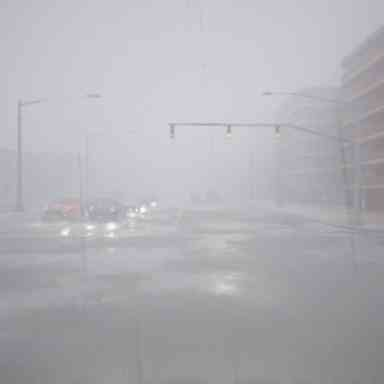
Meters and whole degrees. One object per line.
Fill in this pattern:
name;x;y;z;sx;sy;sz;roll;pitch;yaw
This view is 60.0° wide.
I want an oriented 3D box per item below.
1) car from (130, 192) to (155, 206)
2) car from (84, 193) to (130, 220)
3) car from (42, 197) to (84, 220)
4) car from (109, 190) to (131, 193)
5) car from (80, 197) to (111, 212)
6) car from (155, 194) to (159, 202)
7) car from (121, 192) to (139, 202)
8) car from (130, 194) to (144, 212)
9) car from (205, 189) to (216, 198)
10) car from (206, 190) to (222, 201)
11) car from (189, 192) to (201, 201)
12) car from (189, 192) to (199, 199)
car;-6.619;1.026;44.286;2.128;1.511;4.902;0;1;0
car;-6.547;1.197;26.123;2.097;1.767;4.553;0;1;0
car;-10.047;1.193;26.440;2.097;1.767;4.553;0;1;0
car;-10.113;0.750;44.526;2.150;2.045;5.566;0;1;0
car;-10.085;1.270;35.083;1.994;1.385;4.181;0;1;0
car;-6.624;0.944;54.416;1.895;1.301;4.718;0;1;0
car;-10.121;0.825;54.778;2.128;1.511;4.902;0;1;0
car;-6.584;1.236;35.006;1.812;1.442;4.674;0;1;0
car;3.876;0.345;67.602;2.150;2.045;5.566;0;1;0
car;4.018;0.854;57.621;1.994;1.385;4.181;0;1;0
car;0.517;0.763;57.757;1.882;1.535;5.008;0;1;0
car;0.373;0.716;67.837;1.895;1.301;4.718;0;1;0
